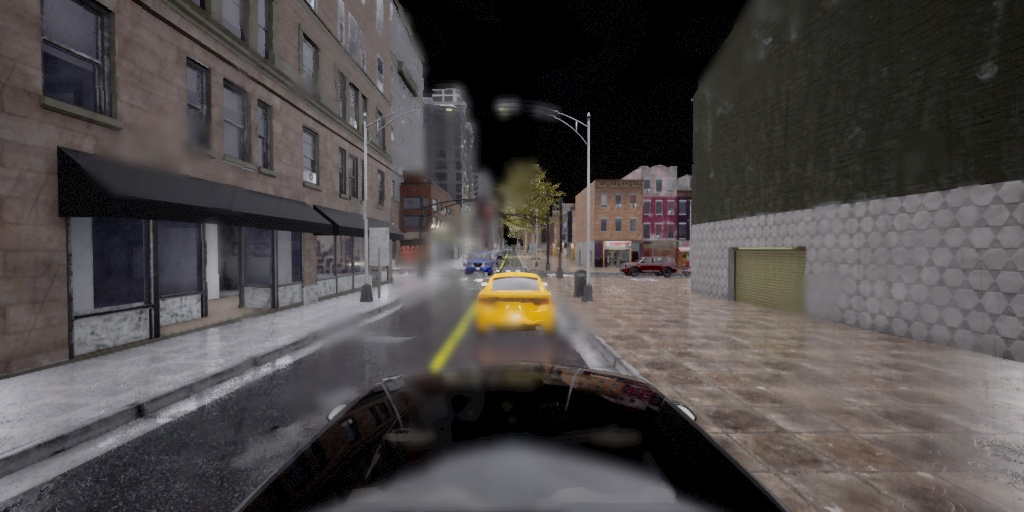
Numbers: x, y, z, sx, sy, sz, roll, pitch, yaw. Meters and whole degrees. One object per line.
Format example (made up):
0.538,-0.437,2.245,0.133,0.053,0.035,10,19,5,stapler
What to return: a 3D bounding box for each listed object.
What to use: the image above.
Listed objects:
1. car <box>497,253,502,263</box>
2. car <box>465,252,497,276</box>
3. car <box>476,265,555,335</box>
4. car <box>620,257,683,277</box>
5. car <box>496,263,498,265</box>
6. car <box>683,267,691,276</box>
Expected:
-2.839,0.522,49.271,2.128,1.511,4.902,0,2,0,car
-2.819,0.663,32.173,2.150,2.045,5.566,1,1,0,car
0.097,1.206,10.467,1.882,1.535,5.008,0,0,0,car
12.707,0.952,33.441,5.009,1.841,2.192,0,0,0,car
0.071,1.250,19.909,1.895,1.301,4.718,0,1,0,car
18.109,1.296,33.449,4.207,1.307,1.802,0,0,0,car
